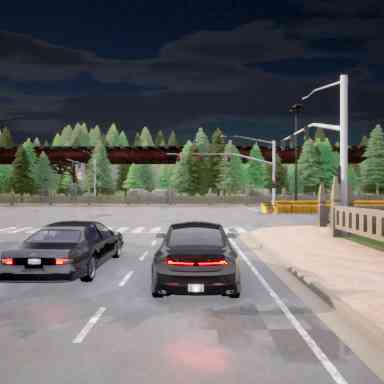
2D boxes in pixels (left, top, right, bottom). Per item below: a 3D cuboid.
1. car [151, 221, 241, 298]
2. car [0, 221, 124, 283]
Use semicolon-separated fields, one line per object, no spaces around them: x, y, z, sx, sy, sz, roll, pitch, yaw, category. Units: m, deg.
0.101;1.505;8.492;1.837;1.490;4.892;0;0;1;car
-3.385;1.547;9.682;2.033;1.411;5.357;0;0;0;car
